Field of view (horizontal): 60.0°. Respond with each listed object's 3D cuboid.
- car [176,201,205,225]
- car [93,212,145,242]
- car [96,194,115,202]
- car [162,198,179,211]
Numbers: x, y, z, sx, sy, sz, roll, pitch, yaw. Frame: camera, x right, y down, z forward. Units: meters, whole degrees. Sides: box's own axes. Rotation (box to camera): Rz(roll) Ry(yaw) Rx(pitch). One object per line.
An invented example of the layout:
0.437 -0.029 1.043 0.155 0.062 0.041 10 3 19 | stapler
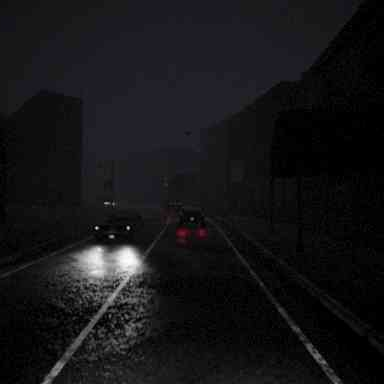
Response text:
-0.078 1.658 24.963 1.812 1.442 4.674 0 0 -2 | car
-3.636 1.724 17.284 1.895 1.301 4.718 0 0 -1 | car
-15.131 1.054 58.070 1.994 1.385 4.181 3 0 -38 | car
-2.539 1.541 41.558 2.128 1.511 4.902 1 0 -15 | car
